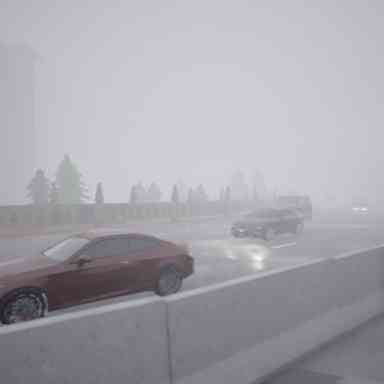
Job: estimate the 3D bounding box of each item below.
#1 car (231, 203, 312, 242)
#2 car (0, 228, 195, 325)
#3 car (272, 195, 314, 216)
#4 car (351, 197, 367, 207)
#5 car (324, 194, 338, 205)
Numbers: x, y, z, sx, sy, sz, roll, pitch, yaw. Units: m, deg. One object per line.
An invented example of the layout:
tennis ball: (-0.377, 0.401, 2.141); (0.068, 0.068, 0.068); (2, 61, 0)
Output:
car: (3.960, 1.529, 16.895); (1.837, 1.490, 4.892); (0, 0, 45)
car: (-2.044, 1.550, 7.048); (4.674, 1.442, 1.812); (0, 0, -38)
car: (7.774, 1.264, 26.222); (2.150, 2.045, 5.566); (0, 0, 39)
car: (25.585, 1.541, 50.949); (2.128, 1.511, 4.902); (-1, 0, 21)
car: (26.202, 1.333, 62.990); (2.150, 2.045, 5.566); (-1, 0, 19)
